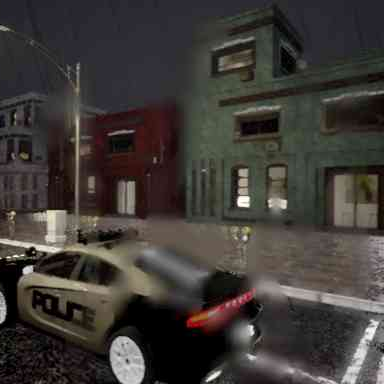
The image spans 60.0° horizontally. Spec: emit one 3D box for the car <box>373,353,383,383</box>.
[{"bbox_3d":[3.513,1.361,1.766,4.553,1.767,2.097,0,0,35],"label":"car"}]

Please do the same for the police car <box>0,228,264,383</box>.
[{"bbox_3d":[-1.453,1.437,5.399,5.238,1.638,1.930,0,0,36],"label":"police car"}]
